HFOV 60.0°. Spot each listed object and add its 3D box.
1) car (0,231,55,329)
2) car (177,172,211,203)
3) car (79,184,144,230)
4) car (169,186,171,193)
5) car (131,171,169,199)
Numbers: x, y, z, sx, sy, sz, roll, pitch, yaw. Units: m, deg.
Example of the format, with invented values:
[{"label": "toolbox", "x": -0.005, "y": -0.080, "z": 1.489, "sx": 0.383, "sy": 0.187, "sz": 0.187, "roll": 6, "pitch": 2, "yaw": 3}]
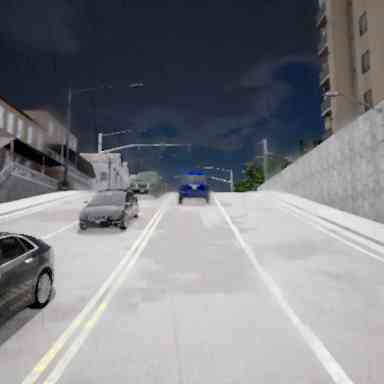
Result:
[{"label": "car", "x": -3.593, "y": 1.407, "z": 4.671, "sx": 1.837, "sy": 1.490, "sz": 4.892, "roll": 0, "pitch": 2, "yaw": 0}, {"label": "car", "x": 0.141, "y": -0.416, "z": 23.876, "sx": 2.150, "sy": 2.045, "sz": 5.566, "roll": 0, "pitch": 5, "yaw": 0}, {"label": "car", "x": -3.568, "y": 0.663, "z": 14.975, "sx": 1.837, "sy": 1.490, "sz": 4.892, "roll": 0, "pitch": 5, "yaw": 0}, {"label": "car", "x": -3.451, "y": -0.398, "z": 39.516, "sx": 2.033, "sy": 1.411, "sz": 5.357, "roll": 0, "pitch": -3, "yaw": 0}, {"label": "car", "x": -3.480, "y": -0.652, "z": 26.679, "sx": 2.150, "sy": 2.045, "sz": 5.566, "roll": 0, "pitch": 5, "yaw": 2}]
